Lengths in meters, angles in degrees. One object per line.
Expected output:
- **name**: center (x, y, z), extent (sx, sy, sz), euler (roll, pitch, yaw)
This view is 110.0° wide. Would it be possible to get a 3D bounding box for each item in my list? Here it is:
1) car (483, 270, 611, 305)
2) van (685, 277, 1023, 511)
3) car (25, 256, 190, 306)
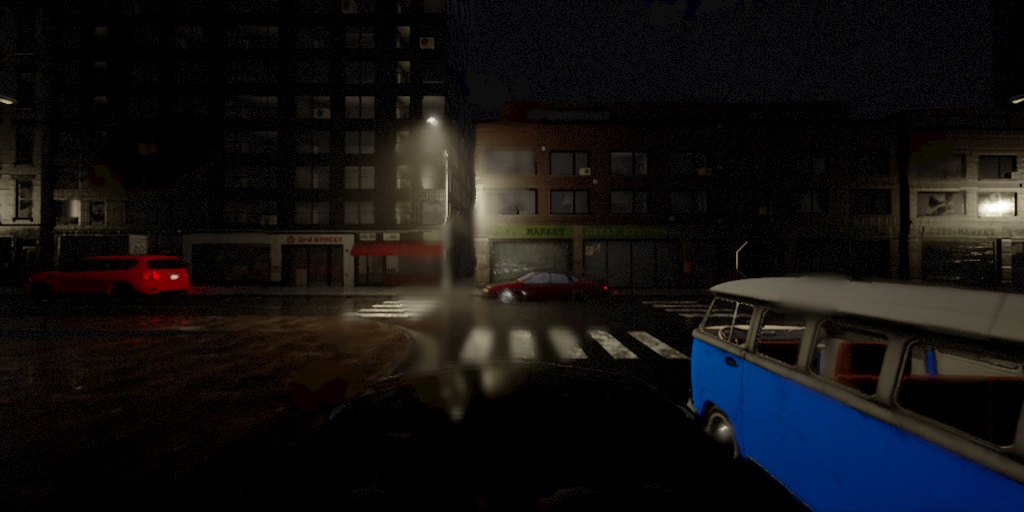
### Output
- **car**: center (1.456, 1.335, 15.581), extent (5.357, 1.411, 2.033), euler (0, -1, 0)
- **van**: center (2.638, 1.092, 2.164), extent (1.690, 1.789, 3.998), euler (0, 0, 0)
- **car**: center (-17.364, 1.007, 15.615), extent (5.566, 2.045, 2.150), euler (0, -1, 0)
